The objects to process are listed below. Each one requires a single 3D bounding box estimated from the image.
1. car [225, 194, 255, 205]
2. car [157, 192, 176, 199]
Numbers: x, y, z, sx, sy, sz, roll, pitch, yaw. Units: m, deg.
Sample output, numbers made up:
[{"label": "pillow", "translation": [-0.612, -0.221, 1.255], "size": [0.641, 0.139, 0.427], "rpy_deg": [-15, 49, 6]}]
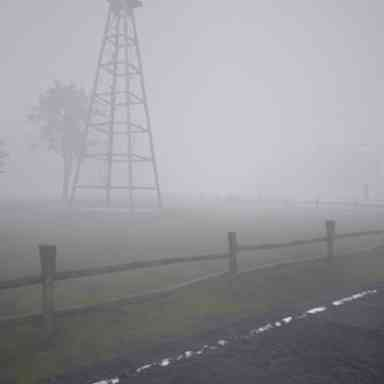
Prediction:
[{"label": "car", "translation": [6.739, 1.059, 46.850], "size": [1.837, 1.490, 4.892], "rpy_deg": [1, 0, -35]}, {"label": "car", "translation": [-4.863, 0.787, 63.372], "size": [1.882, 1.535, 5.008], "rpy_deg": [1, 0, -35]}]
